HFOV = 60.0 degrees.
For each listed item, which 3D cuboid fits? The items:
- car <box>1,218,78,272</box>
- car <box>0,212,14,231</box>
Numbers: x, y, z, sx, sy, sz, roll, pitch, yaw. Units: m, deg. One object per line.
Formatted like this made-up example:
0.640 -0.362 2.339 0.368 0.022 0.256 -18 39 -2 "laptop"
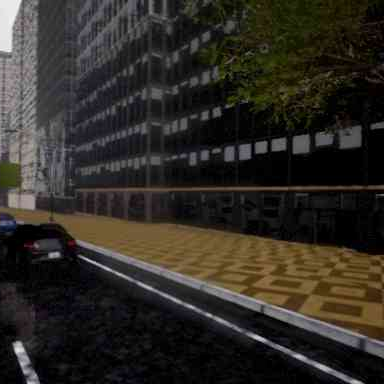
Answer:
-5.501 1.821 11.995 1.812 1.442 4.674 1 -2 -35 "car"
-13.166 2.102 22.763 2.033 1.411 5.357 1 -2 -35 "car"
